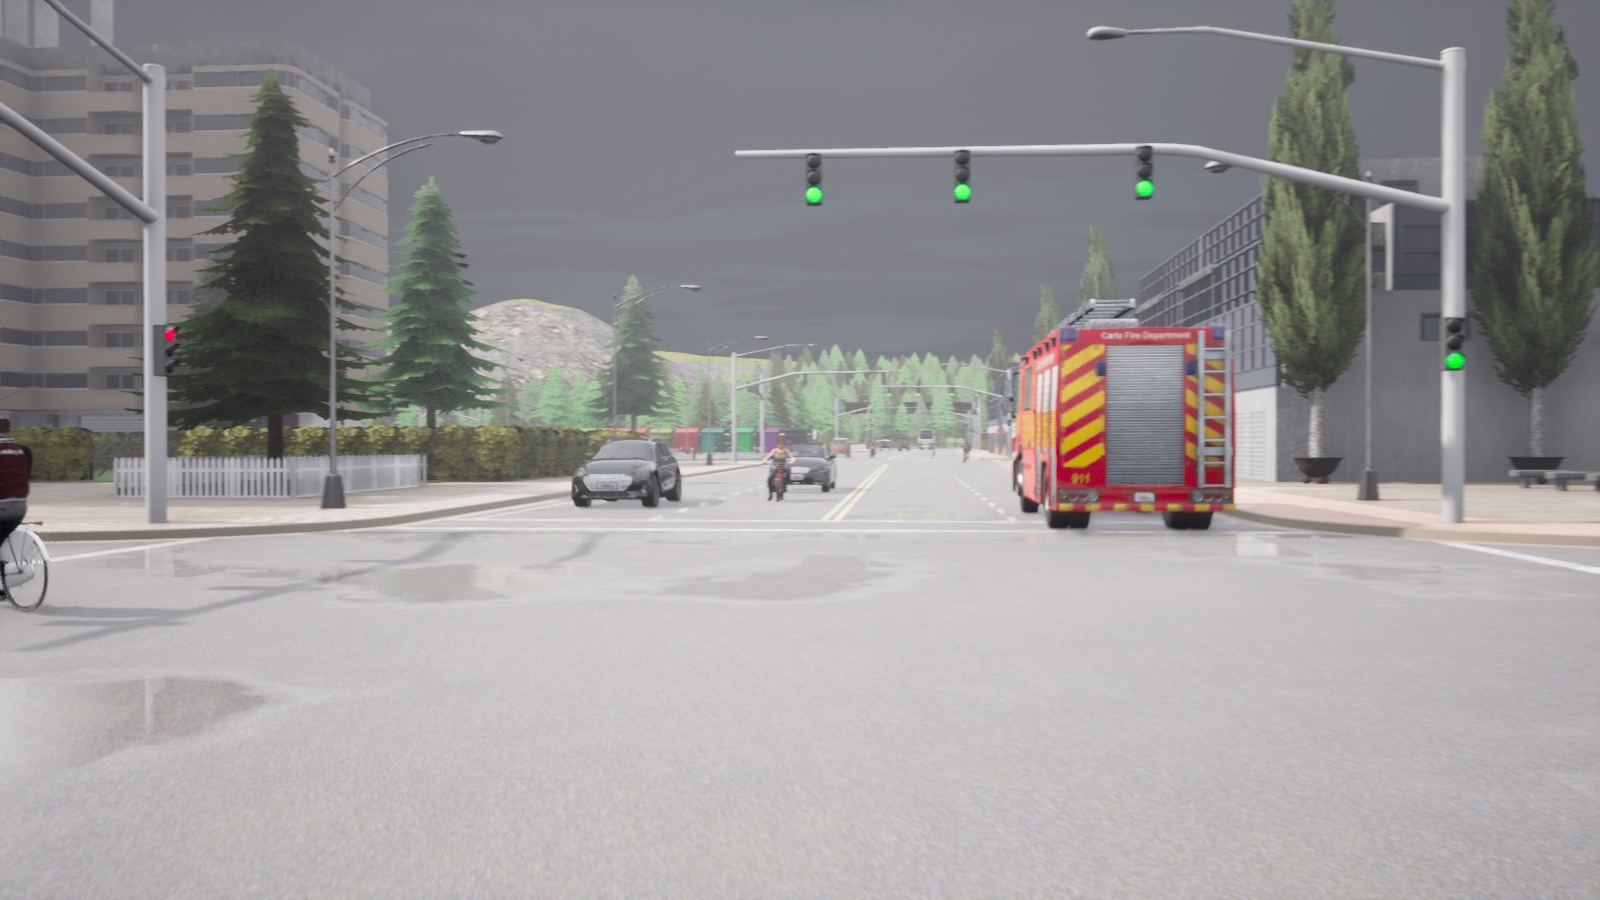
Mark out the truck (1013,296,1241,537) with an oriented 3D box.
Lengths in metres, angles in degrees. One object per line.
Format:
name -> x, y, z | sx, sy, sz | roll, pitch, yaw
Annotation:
truck -> 5.934, -0.560, 24.306 | 2.891, 3.827, 8.468 | 0, 0, 5

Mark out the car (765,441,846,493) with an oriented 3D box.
car -> 0.236, 0.480, 39.288 | 2.128, 1.511, 4.902 | 0, 0, 5

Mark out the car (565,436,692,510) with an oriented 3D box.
car -> -4.054, 0.507, 30.536 | 2.033, 1.649, 4.856 | 0, 0, 5

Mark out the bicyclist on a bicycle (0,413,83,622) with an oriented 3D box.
bicyclist on a bicycle -> -7.384, 0.558, 11.371 | 1.843, 1.776, 0.659 | 0, 2, 29

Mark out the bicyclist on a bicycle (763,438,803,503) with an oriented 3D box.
bicyclist on a bicycle -> -0.418, 0.503, 31.858 | 0.866, 1.612, 1.509 | 0, 0, 5
